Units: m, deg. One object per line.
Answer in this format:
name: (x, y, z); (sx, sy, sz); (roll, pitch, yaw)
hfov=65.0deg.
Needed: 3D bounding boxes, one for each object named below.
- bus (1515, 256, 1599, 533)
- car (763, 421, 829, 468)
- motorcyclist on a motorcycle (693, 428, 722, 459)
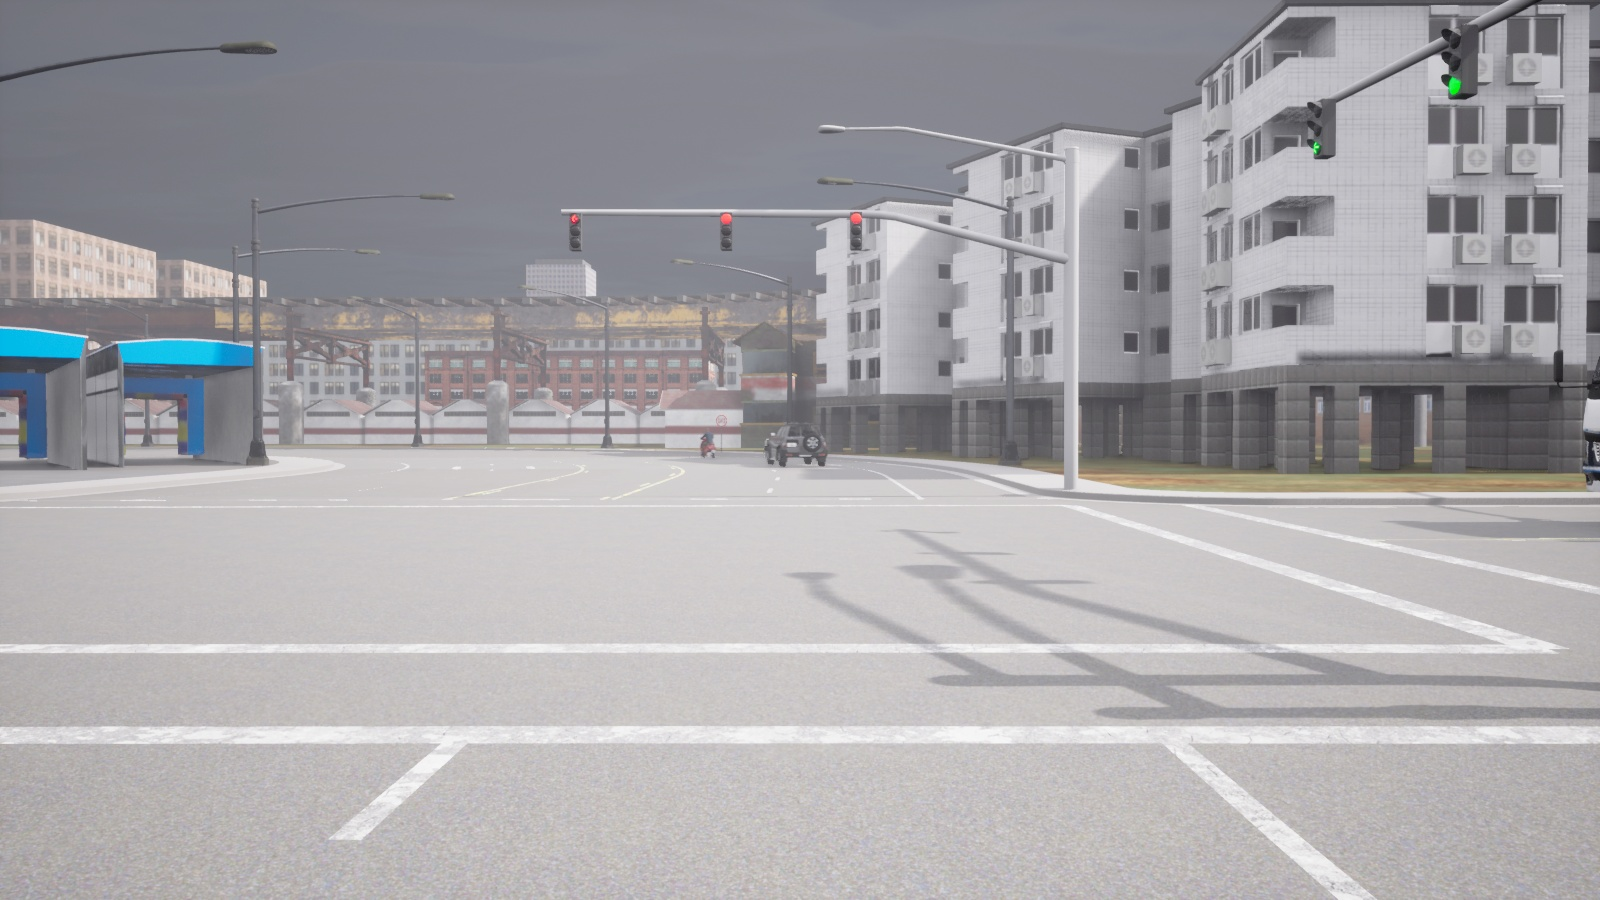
bus: (17.421, -0.860, 19.572); (10.273, 4.253, 3.944); (0, 1, -1)
car: (-0.229, -0.264, 52.772); (1.932, 1.855, 4.605); (0, 1, -11)
motorcyclist on a motorcycle: (-4.859, -0.357, 65.610); (0.866, 1.590, 1.817); (-1, 1, -27)
